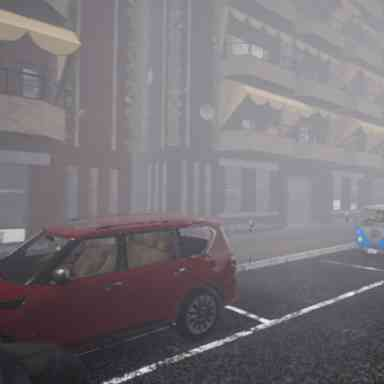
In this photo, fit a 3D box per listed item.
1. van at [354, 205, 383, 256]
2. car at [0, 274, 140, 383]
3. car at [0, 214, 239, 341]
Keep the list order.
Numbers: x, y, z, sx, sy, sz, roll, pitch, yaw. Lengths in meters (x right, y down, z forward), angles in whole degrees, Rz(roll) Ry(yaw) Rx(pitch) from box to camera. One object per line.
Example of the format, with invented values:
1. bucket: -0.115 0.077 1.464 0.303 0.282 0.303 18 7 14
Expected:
1. van: 7.330 1.327 11.699 3.998 1.788 1.690 0 1 -37
2. car: -2.701 1.527 0.907 4.892 1.490 1.837 0 0 -37
3. car: -1.482 1.337 5.018 5.009 1.841 2.192 0 1 -37
